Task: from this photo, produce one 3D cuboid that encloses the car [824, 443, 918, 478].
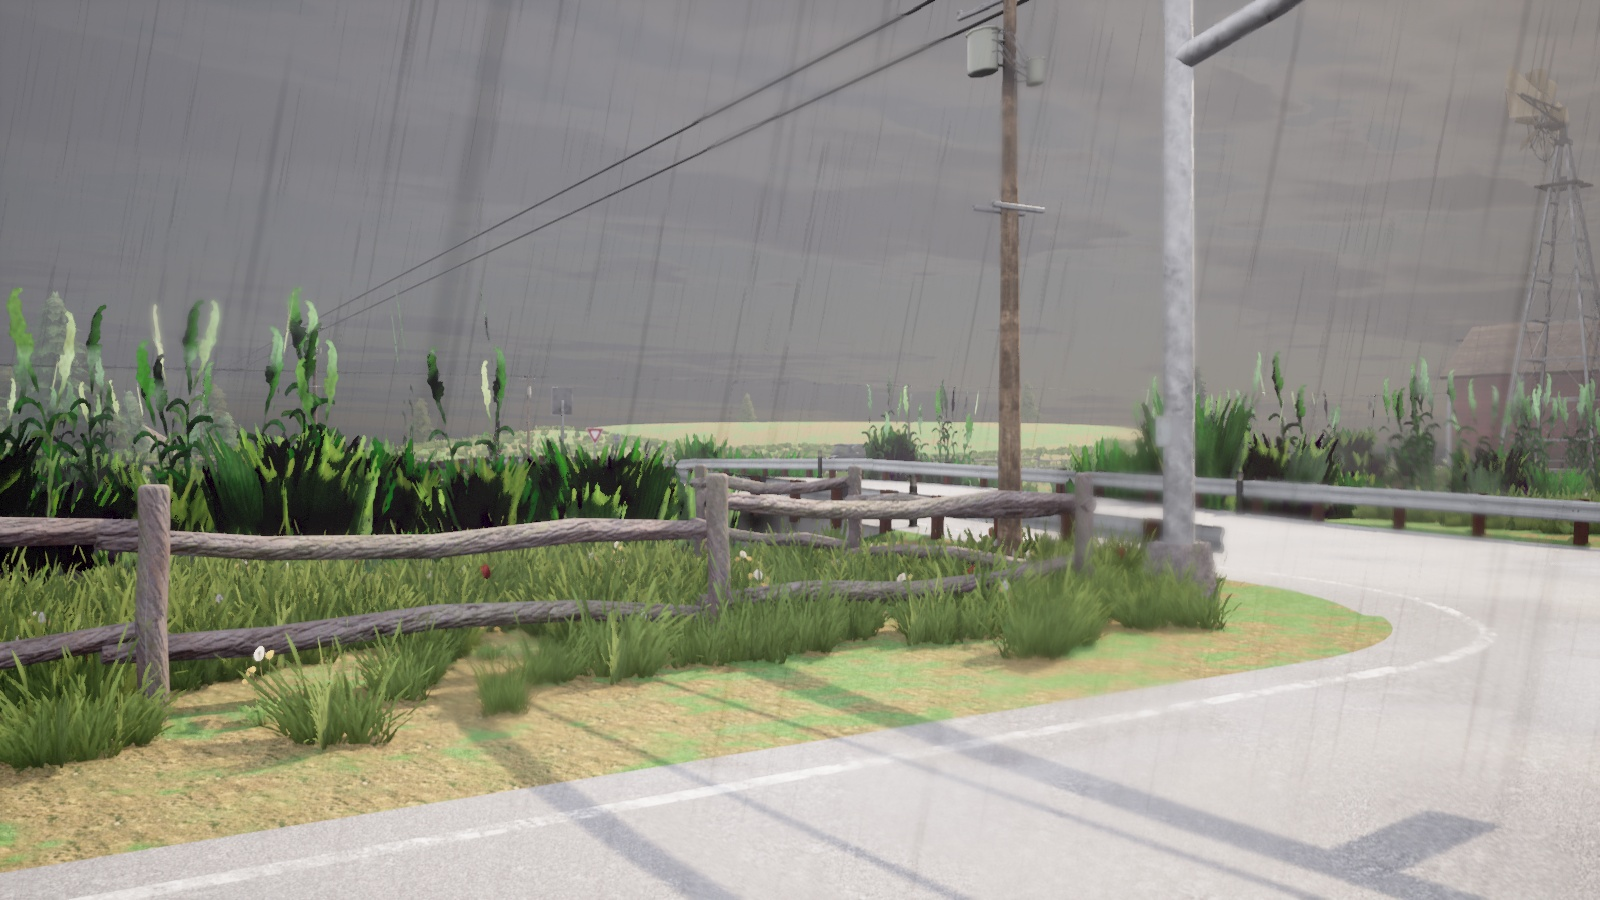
[{"bbox_3d":[4.418,0.621,77.335,5.566,2.045,2.150,0,0,-32],"label":"car"}]
